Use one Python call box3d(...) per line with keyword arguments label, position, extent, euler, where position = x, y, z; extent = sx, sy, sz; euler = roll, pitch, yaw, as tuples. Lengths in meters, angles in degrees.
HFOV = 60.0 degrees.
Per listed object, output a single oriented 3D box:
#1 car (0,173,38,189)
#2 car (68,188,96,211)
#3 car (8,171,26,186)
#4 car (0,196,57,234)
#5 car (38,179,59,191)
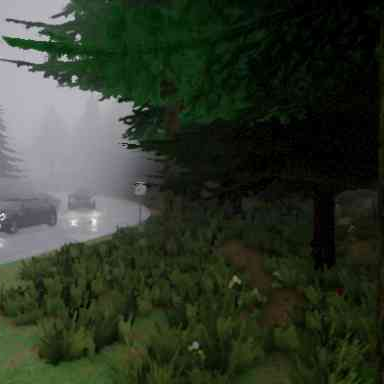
box3d(label="car", position=(-22.803, -1.261, 43.014), extent=(5.566, 2.045, 2.150), euler=(6, 3, 36))
box3d(label="car", position=(-9.499, 0.528, 28.744), extent=(2.097, 1.767, 4.553), euler=(0, 4, -20))
box3d(label="car", position=(-27.498, -2.113, 52.206), extent=(2.150, 2.045, 5.566), euler=(0, 5, -31))
box3d(label="car", position=(-9.447, 1.143, 18.022), extent=(2.097, 1.767, 4.553), euler=(0, 2, 13))
box3d(label="car", position=(-20.013, -0.942, 45.311), extent=(4.892, 1.490, 1.837), euler=(6, 4, 36))
